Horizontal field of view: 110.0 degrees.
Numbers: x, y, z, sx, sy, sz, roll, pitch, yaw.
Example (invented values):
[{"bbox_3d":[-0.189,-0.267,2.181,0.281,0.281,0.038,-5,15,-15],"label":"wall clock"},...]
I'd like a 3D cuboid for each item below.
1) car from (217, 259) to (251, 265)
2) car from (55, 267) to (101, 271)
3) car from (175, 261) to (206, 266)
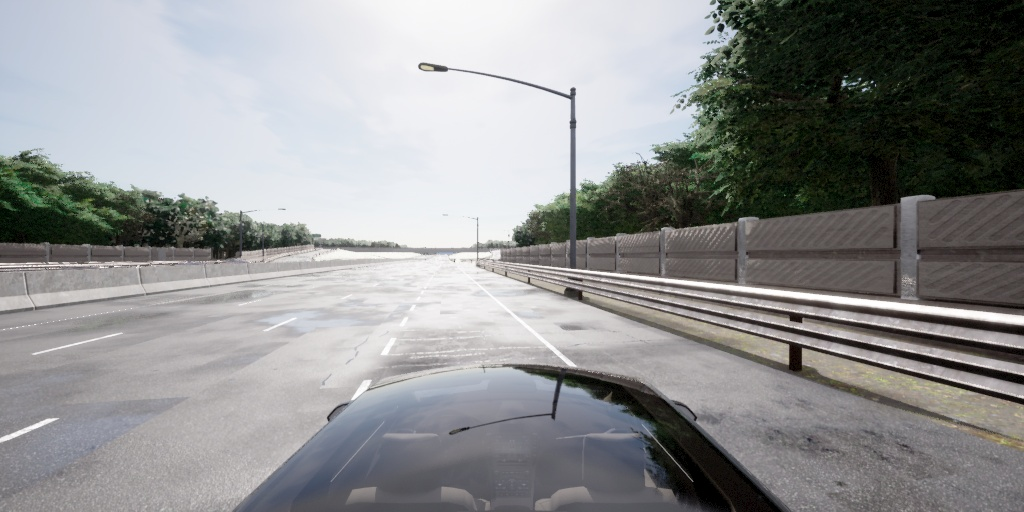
[{"bbox_3d":[-32.395,1.347,42.657,1.994,1.385,4.181,0,0,-10],"label":"car"},{"bbox_3d":[-24.719,1.318,20.302,1.994,1.385,4.181,0,0,-11],"label":"car"},{"bbox_3d":[-39.809,1.350,44.315,1.994,1.385,4.181,0,0,-10],"label":"car"}]
